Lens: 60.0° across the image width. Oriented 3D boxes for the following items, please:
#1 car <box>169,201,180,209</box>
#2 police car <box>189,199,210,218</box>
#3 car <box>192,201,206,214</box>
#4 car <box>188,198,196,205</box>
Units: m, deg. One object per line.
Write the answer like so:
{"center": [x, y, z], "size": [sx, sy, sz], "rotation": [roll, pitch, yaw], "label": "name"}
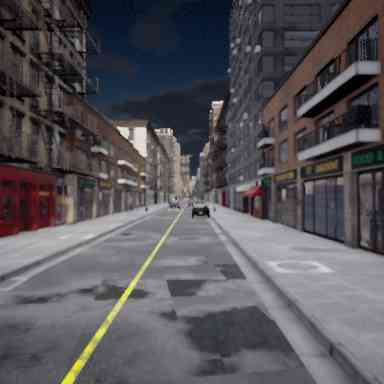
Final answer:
{"center": [-3.057, 2.290, 58.567], "size": [2.033, 1.411, 5.357], "rotation": [0, -1, 1], "label": "car"}
{"center": [0.889, 1.862, 35.202], "size": [1.930, 1.638, 5.238], "rotation": [0, -1, 0], "label": "police car"}
{"center": [0.886, 2.042, 45.091], "size": [1.882, 1.535, 5.008], "rotation": [0, -1, 0], "label": "car"}
{"center": [-0.026, 2.410, 85.217], "size": [2.097, 1.767, 4.553], "rotation": [0, -1, 0], "label": "car"}
